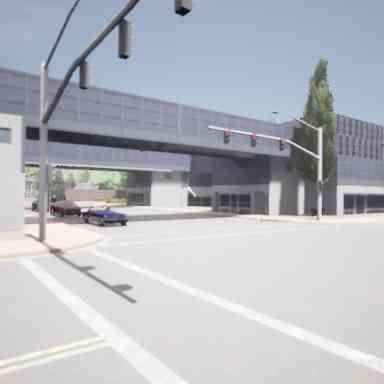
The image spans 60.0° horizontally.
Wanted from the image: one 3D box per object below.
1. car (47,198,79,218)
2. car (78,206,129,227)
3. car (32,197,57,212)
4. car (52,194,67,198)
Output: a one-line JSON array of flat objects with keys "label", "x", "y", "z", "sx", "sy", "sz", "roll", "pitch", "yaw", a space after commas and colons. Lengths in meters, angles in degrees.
[{"label": "car", "x": -12.191, "y": 1.591, "z": 32.140, "sx": 1.882, "sy": 1.535, "sz": 5.008, "roll": 1, "pitch": -1, "yaw": -36}, {"label": "car", "x": -6.324, "y": 1.713, "z": 24.014, "sx": 1.895, "sy": 1.301, "sz": 4.718, "roll": 1, "pitch": -1, "yaw": -36}, {"label": "car", "x": -18.069, "y": 1.620, "z": 40.292, "sx": 1.837, "sy": 1.490, "sz": 4.892, "roll": 1, "pitch": -1, "yaw": -36}, {"label": "car", "x": -24.950, "y": 1.429, "z": 62.088, "sx": 2.150, "sy": 2.045, "sz": 5.566, "roll": 1, "pitch": -1, "yaw": -36}]
